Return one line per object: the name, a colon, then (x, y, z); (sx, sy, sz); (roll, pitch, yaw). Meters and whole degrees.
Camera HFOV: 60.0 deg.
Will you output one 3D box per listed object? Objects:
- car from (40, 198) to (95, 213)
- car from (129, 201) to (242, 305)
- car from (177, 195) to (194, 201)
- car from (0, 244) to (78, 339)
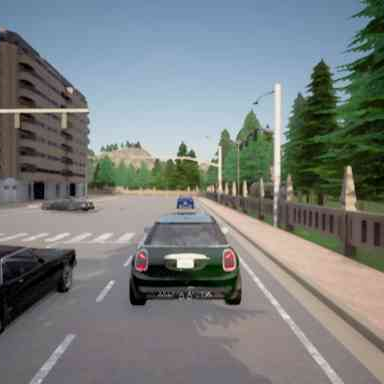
car: (-11.953, 1.240, 31.895); (5.357, 1.411, 2.033); (0, 1, 23)
car: (-0.133, 1.265, 8.027); (2.097, 1.767, 4.553); (0, 1, 0)
car: (-0.774, 1.059, 39.118); (1.882, 1.535, 5.008); (0, 0, -1)
car: (-3.548, 1.538, 5.656); (1.895, 1.301, 4.718); (0, 1, -1)
